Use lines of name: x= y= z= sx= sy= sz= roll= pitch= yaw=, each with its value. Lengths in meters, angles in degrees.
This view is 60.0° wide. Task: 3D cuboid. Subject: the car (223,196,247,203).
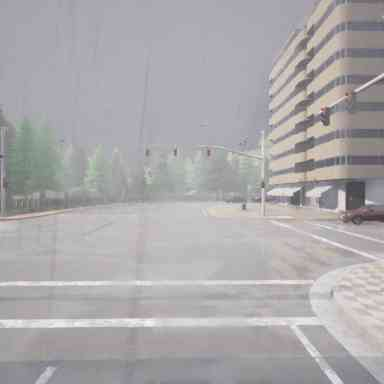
car: x=8.858 y=1.547 z=68.251 sx=5.357 sy=1.411 sz=2.033 roll=0 pitch=0 yaw=-38

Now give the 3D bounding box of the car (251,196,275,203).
car: x=14.171 y=1.526 z=67.955 sx=4.674 sy=1.442 sz=1.812 roll=0 pitch=0 yaw=-34

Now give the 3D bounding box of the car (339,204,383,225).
car: x=13.155 y=1.581 z=24.207 sx=4.674 sy=1.442 sz=1.812 roll=0 pitch=0 yaw=-1
